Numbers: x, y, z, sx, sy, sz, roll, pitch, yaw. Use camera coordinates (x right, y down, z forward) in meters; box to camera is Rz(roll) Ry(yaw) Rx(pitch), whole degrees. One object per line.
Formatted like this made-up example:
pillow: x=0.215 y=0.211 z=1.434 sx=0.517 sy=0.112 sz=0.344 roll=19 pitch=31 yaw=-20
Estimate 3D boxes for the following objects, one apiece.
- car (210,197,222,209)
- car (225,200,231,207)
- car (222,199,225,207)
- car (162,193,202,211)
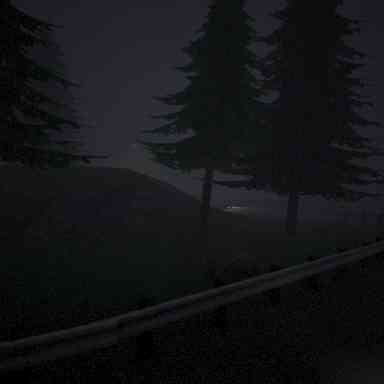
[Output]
car: x=1.001 y=1.498 z=42.686 sx=4.674 sy=1.442 sz=1.812 roll=0 pitch=0 yaw=36
car: x=3.687 y=1.530 z=49.380 sx=4.181 sy=1.385 sz=1.994 roll=0 pitch=0 yaw=36
car: x=1.395 y=1.185 z=46.719 sx=5.566 sy=2.045 sz=2.150 roll=0 pitch=0 yaw=36
car: x=-0.869 y=1.325 z=39.720 sx=4.553 sy=1.767 sz=2.097 roll=0 pitch=0 yaw=36
